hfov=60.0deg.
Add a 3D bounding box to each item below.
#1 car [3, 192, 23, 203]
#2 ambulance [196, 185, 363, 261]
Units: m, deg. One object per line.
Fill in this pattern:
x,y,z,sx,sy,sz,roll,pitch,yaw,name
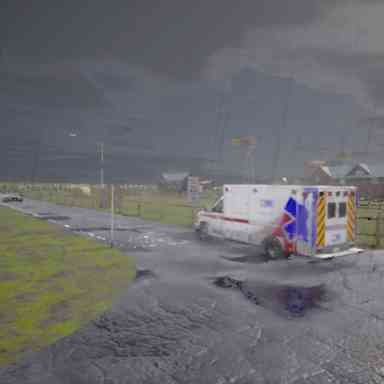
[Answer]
-24.624,0.747,45.687,1.994,1.385,4.181,1,1,-36,car
2.682,0.968,12.368,2.351,2.431,6.366,0,1,-36,ambulance
